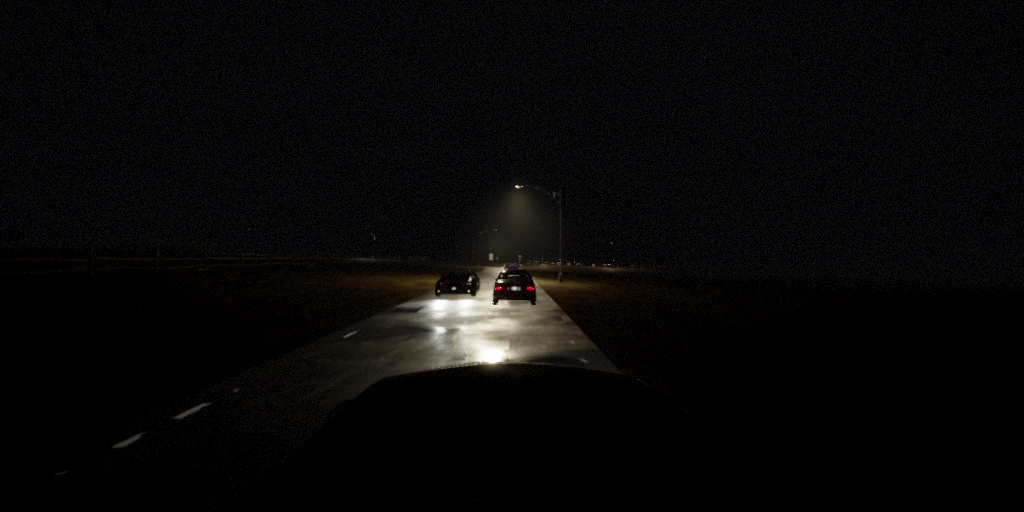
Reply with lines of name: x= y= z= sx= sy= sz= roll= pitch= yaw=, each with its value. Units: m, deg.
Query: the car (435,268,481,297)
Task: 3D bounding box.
car: x=-2.754 y=1.352 z=18.963 sx=1.994 sy=1.385 sz=4.181 roll=0 pitch=0 yaw=0

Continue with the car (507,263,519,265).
car: x=0.093 y=1.406 z=38.247 sx=1.994 sy=1.385 sz=4.181 roll=0 pitch=0 yaw=0

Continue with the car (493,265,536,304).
car: x=0.098 y=1.313 z=16.292 sx=2.033 sy=1.411 sz=5.357 roll=0 pitch=0 yaw=0
